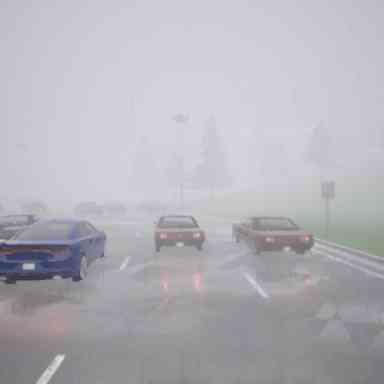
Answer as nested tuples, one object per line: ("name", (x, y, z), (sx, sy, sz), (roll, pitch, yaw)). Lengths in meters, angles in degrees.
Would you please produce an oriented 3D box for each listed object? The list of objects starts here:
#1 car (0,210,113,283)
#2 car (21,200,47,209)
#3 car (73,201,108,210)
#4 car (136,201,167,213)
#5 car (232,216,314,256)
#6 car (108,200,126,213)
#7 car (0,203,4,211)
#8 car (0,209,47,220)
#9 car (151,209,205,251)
("car", (-3.820, 1.518, 9.882), (1.882, 1.535, 5.008), (0, 0, -4))
("car", (-18.373, 1.683, 38.588), (1.837, 1.490, 4.892), (1, 0, -41))
("car", (-10.930, 1.676, 34.751), (2.033, 1.411, 5.357), (0, 0, -33))
("car", (-4.713, 1.701, 38.069), (1.895, 1.301, 4.718), (0, 0, -31))
("car", (2.941, 1.611, 13.269), (1.895, 1.301, 4.718), (0, 0, -6))
("car", (-9.053, 1.650, 38.256), (1.812, 1.442, 4.674), (0, 0, -33))
("car", (-11.717, 1.576, 17.056), (1.882, 1.535, 5.008), (0, 0, -10))
("car", (-7.883, 1.674, 15.457), (1.895, 1.301, 4.718), (0, 0, -8))
("car", (-0.698, 1.633, 14.331), (1.895, 1.301, 4.718), (0, 0, -7))
